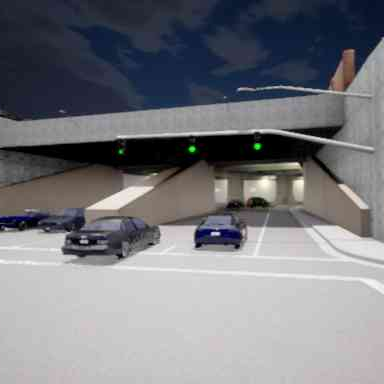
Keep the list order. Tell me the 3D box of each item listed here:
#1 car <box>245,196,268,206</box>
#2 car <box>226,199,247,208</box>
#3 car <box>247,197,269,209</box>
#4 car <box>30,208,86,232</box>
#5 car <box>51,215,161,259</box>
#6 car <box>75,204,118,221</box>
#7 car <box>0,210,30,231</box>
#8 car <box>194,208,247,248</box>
[{"bbox_3d":[11.600,1.599,59.552,2.097,1.767,4.553,-1,-1,40],"label":"car"},{"bbox_3d":[6.665,1.798,50.489,2.033,1.411,5.357,-1,0,21],"label":"car"},{"bbox_3d":[10.131,1.551,49.834,2.097,1.767,4.553,-1,0,21],"label":"car"},{"bbox_3d":[-7.902,1.797,22.285,2.033,1.411,5.357,-1,0,14],"label":"car"},{"bbox_3d":[-2.887,1.666,13.200,2.033,1.411,5.357,-1,0,14],"label":"car"},{"bbox_3d":[-9.070,1.934,32.003,1.895,1.301,4.718,-1,0,14],"label":"car"},{"bbox_3d":[-11.300,1.902,23.114,1.895,1.301,4.718,-1,0,14],"label":"car"},{"bbox_3d":[1.404,1.639,15.210,1.994,1.385,4.181,-1,0,13],"label":"car"}]
